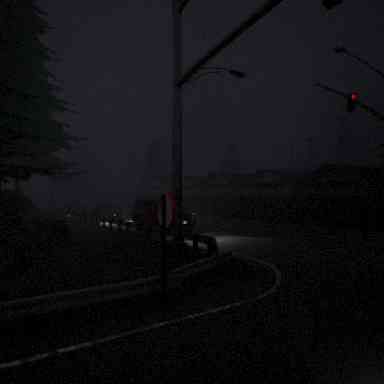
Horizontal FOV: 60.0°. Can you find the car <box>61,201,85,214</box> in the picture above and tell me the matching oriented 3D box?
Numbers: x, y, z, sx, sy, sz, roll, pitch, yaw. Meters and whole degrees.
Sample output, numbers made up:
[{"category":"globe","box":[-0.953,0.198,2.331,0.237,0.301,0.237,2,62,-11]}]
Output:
[{"category":"car","box":[-13.653,1.737,38.217,2.033,1.411,5.357,0,0,-33]}]

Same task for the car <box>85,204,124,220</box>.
[{"category":"car","box":[-7.651,1.755,29.695,1.994,1.385,4.181,0,0,-35]}]

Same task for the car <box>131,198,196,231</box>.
[{"category":"car","box":[-1.995,1.413,21.567,2.150,2.045,5.566,0,0,-35]}]
